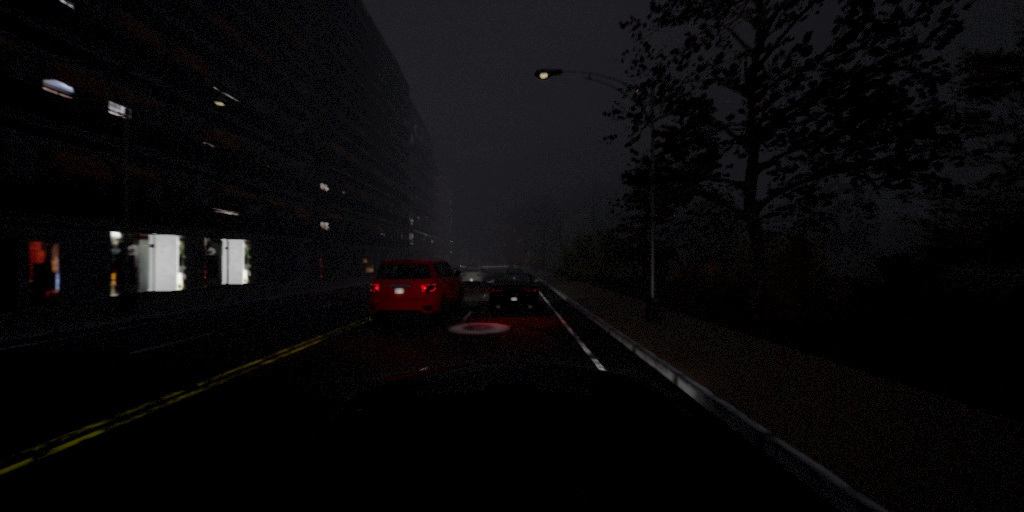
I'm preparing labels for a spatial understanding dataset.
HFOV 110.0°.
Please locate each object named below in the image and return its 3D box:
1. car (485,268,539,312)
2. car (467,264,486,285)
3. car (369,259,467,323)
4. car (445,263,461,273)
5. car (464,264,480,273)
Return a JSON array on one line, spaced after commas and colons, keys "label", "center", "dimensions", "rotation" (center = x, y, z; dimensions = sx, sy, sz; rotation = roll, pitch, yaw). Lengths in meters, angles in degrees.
[{"label": "car", "center": [0.106, 1.398, 15.178], "dimensions": [1.882, 1.535, 5.008], "rotation": [0, 0, 1]}, {"label": "car", "center": [-3.080, 1.631, 29.740], "dimensions": [1.812, 1.442, 4.674], "rotation": [0, 0, 1]}, {"label": "car", "center": [-3.175, 1.113, 12.904], "dimensions": [2.150, 2.045, 5.566], "rotation": [0, 0, 1]}, {"label": "car", "center": [-9.768, 1.970, 59.516], "dimensions": [1.882, 1.535, 5.008], "rotation": [0, -1, -1]}, {"label": "car", "center": [-6.501, 2.028, 58.498], "dimensions": [2.033, 1.411, 5.357], "rotation": [0, -1, 0]}]
